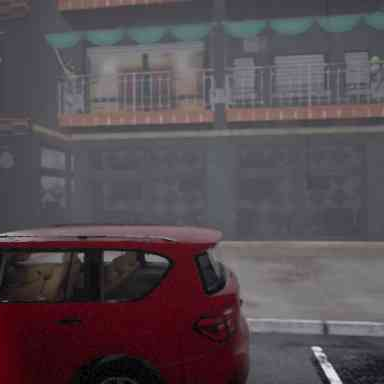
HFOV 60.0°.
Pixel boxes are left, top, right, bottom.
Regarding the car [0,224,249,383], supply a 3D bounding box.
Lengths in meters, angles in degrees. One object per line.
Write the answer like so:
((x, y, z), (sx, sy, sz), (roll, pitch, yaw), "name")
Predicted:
((-1.853, 1.333, 3.868), (5.009, 1.841, 2.192), (0, 0, 6), "car")
